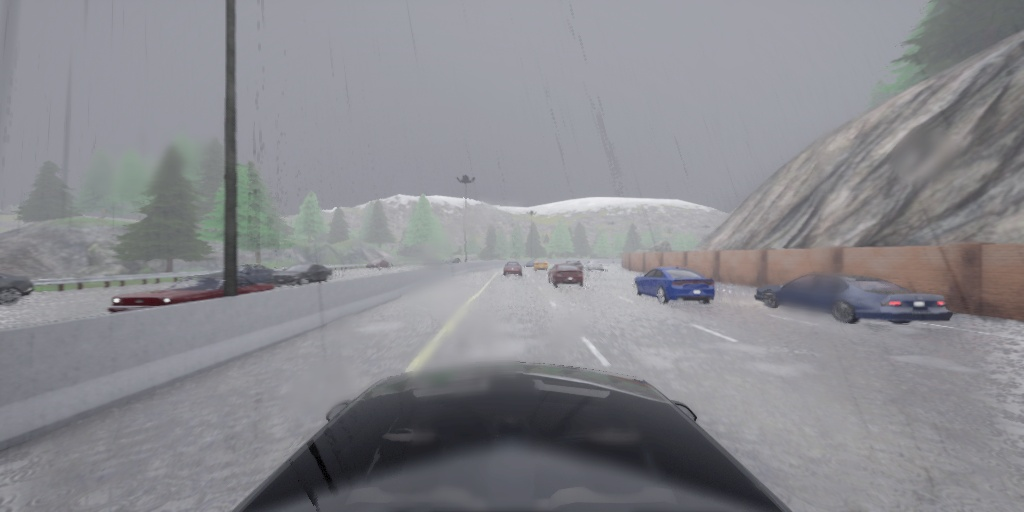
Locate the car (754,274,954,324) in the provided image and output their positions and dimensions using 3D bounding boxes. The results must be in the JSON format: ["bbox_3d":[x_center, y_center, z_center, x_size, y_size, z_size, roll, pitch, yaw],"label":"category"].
[{"bbox_3d":[10.606,1.299,11.856,2.033,1.411,5.357,0,0,0],"label":"car"}]

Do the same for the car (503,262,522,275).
[{"bbox_3d":[0.080,1.314,39.440,1.994,1.385,4.181,0,0,0],"label":"car"}]

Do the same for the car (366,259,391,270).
[{"bbox_3d":[-20.083,1.226,53.930,1.882,1.535,5.008,0,0,7],"label":"car"}]

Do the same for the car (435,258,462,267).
[{"bbox_3d":[-9.478,1.351,54.124,1.895,1.301,4.718,0,0,9],"label":"car"}]

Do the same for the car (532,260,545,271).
[{"bbox_3d":[4.171,1.229,49.825,1.882,1.535,5.008,-1,0,7],"label":"car"}]

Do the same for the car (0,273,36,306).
[{"bbox_3d":[-21.103,1.240,13.031,2.128,1.511,4.902,0,0,0],"label":"car"}]

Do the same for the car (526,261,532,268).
[{"bbox_3d":[3.957,1.315,63.154,1.994,1.385,4.181,0,0,19],"label":"car"}]

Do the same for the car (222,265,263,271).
[{"bbox_3d":[-17.610,1.296,23.610,2.033,1.411,5.357,0,0,0],"label":"car"}]

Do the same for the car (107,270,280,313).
[{"bbox_3d":[-10.606,1.350,12.410,1.895,1.301,4.718,0,0,0],"label":"car"}]

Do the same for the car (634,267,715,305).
[{"bbox_3d":[7.089,1.229,16.214,1.882,1.535,5.008,0,0,0],"label":"car"}]

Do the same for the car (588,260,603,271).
[{"bbox_3d":[11.002,1.278,47.930,1.812,1.442,4.674,0,0,6],"label":"car"}]

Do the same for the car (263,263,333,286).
[{"bbox_3d":[-14.110,1.226,24.392,1.882,1.535,5.008,0,0,0],"label":"car"}]

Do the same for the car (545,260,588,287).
[{"bbox_3d":[3.583,1.228,24.502,1.882,1.535,5.008,0,0,0],"label":"car"}]
